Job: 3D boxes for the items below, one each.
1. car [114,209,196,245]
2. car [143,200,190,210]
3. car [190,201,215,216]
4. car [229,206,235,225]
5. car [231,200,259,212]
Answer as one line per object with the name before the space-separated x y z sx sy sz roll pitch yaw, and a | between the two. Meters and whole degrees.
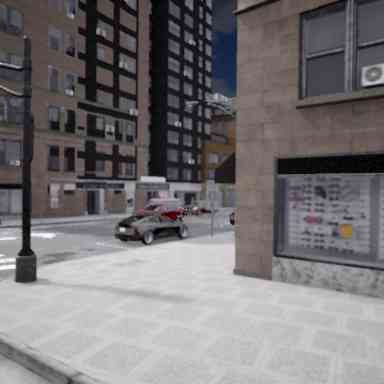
car | -1.963 1.776 16.871 1.947 1.339 4.313 0 0 36
car | -2.643 1.664 26.116 1.882 1.535 5.008 1 0 36
car | 0.744 1.667 35.237 1.967 1.590 4.097 0 0 36
car | 4.455 1.862 25.796 1.947 1.339 4.313 0 0 36
car | 7.062 1.844 44.024 1.752 1.417 4.829 0 0 36
